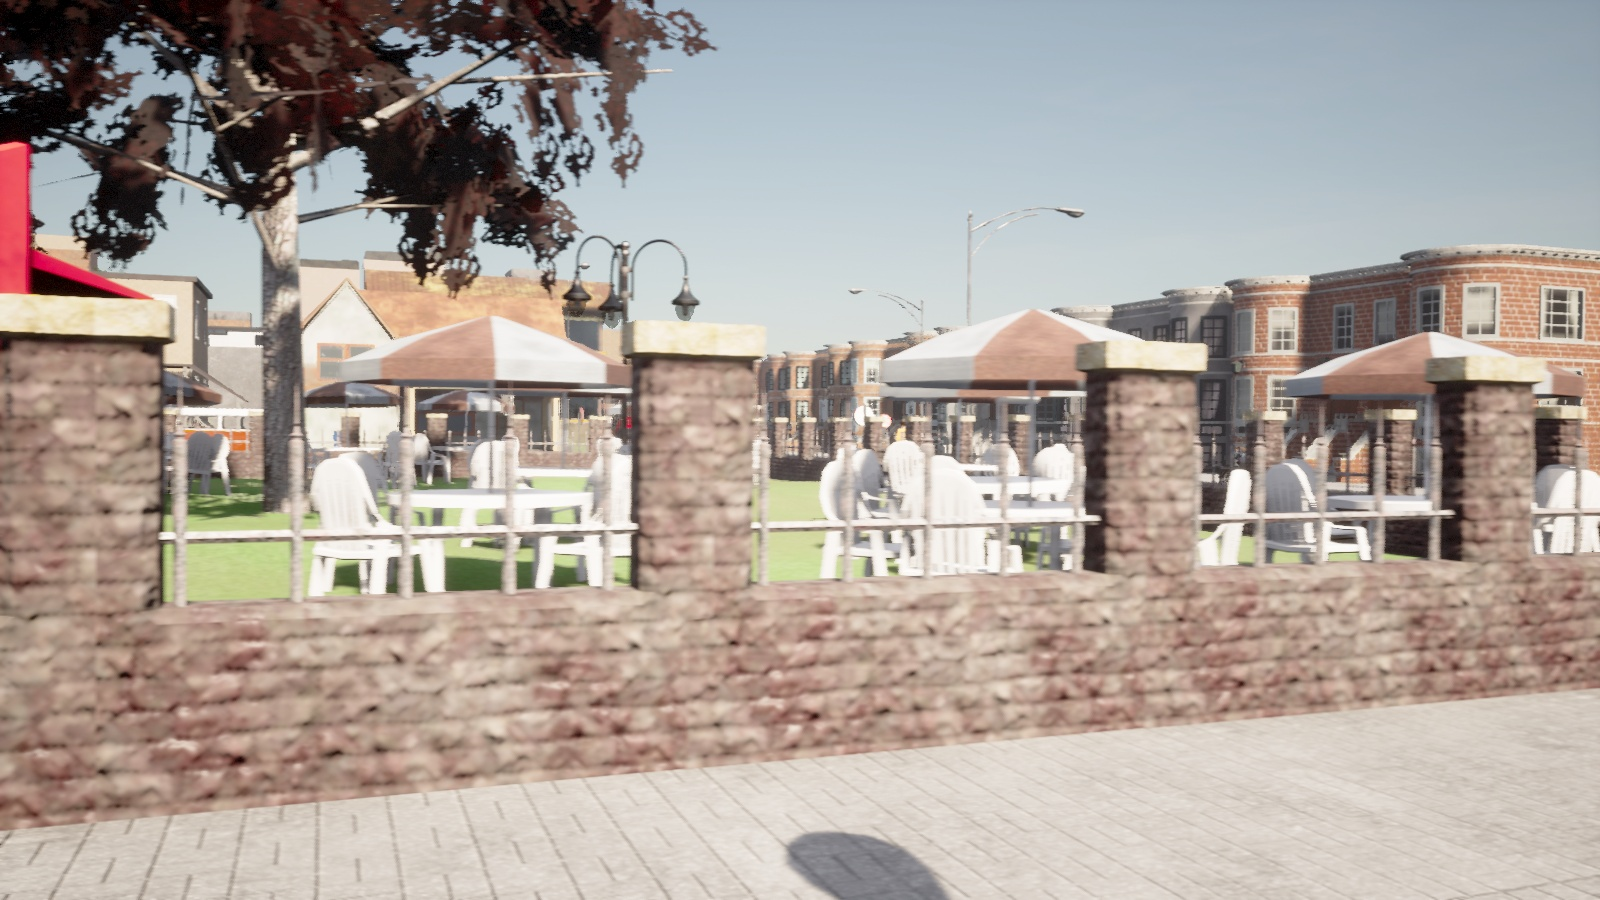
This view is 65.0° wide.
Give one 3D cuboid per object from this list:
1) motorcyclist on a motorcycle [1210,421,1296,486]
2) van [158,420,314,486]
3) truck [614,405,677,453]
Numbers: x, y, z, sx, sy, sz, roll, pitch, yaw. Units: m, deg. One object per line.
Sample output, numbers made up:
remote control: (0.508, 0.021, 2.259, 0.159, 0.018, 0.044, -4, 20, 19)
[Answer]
motorcyclist on a motorcycle: (11.896, 0.082, 33.057, 0.766, 1.649, 2.350, -1, 1, -21)
van: (-18.282, 0.054, 40.882, 4.480, 2.038, 2.069, -1, 1, -23)
truck: (-11.885, -1.615, 95.829, 2.891, 3.462, 7.936, -1, 1, -21)
